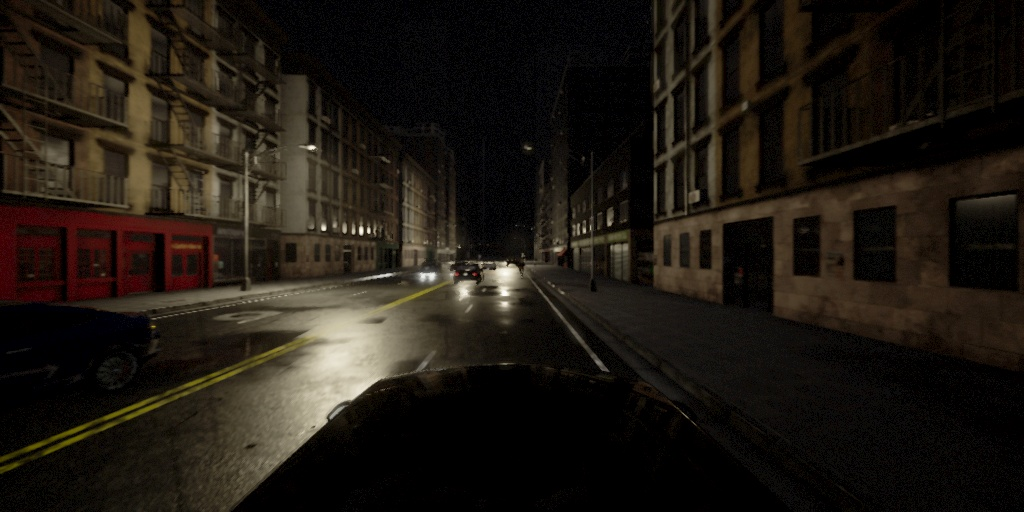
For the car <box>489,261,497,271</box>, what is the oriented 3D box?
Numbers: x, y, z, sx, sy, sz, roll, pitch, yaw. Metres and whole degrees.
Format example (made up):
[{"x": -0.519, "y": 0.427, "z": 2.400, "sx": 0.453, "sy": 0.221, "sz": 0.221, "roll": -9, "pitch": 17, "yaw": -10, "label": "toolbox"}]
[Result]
[{"x": -3.141, "y": 1.349, "z": 50.016, "sx": 1.895, "sy": 1.301, "sz": 4.718, "roll": 0, "pitch": 0, "yaw": 0, "label": "car"}]

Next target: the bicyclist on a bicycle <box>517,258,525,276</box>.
[{"x": 0.900, "y": 1.118, "z": 32.216, "sx": 0.659, "sy": 1.776, "sz": 1.843, "roll": 0, "pitch": 0, "yaw": 0, "label": "bicyclist on a bicycle"}]

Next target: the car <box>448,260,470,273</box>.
[{"x": -6.579, "y": 1.295, "z": 45.134, "sx": 2.033, "sy": 1.411, "sz": 5.357, "roll": 0, "pitch": 0, "yaw": 0, "label": "car"}]

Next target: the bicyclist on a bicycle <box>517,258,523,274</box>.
[{"x": 0.902, "y": 1.118, "z": 41.687, "sx": 0.659, "sy": 1.776, "sz": 1.843, "roll": 0, "pitch": 0, "yaw": 0, "label": "bicyclist on a bicycle"}]

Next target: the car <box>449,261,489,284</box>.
[{"x": -3.146, "y": 1.294, "z": 26.905, "sx": 2.033, "sy": 1.411, "sz": 5.357, "roll": 0, "pitch": 0, "yaw": 0, "label": "car"}]

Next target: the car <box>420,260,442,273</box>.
[{"x": -9.825, "y": 1.237, "z": 43.859, "sx": 2.128, "sy": 1.511, "sz": 4.902, "roll": 0, "pitch": 0, "yaw": 0, "label": "car"}]

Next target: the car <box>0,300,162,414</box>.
[{"x": -6.600, "y": 1.275, "z": 3.903, "sx": 1.812, "sy": 1.442, "sz": 4.674, "roll": 0, "pitch": 0, "yaw": 0, "label": "car"}]
